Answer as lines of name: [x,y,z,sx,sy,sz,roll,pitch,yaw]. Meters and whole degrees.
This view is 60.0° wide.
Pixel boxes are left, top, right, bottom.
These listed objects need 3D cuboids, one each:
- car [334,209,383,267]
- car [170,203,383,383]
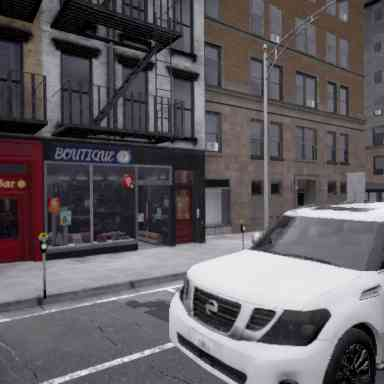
car: [7.043,1.442,11.592,4.097,1.590,1.967,0,-1,-36]
car: [2.376,1.220,5.078,5.566,2.045,2.150,0,0,-36]
